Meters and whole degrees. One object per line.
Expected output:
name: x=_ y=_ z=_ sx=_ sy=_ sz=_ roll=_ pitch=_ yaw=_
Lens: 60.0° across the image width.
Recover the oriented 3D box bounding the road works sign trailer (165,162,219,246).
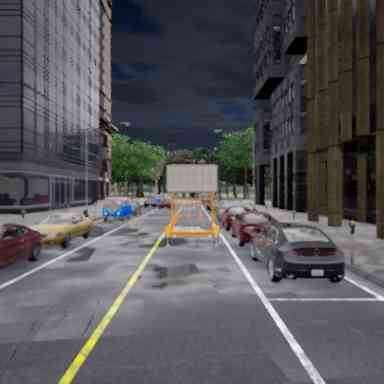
road works sign trailer: x=0.004 y=0.447 z=15.077 sx=2.380 sy=3.560 sz=2.880 roll=0 pitch=0 yaw=0

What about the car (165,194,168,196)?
car: x=-5.747 y=1.469 z=58.269 sx=1.752 sy=1.417 sz=4.829 roll=0 pitch=0 yaw=0

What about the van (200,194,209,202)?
van: x=2.782 y=1.277 z=74.749 sx=1.690 sy=1.788 sz=3.998 roll=0 pitch=0 yaw=0

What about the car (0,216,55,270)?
car: x=-5.761 y=1.570 z=9.500 sx=1.802 sy=1.307 sz=4.206 roll=0 pitch=0 yaw=0

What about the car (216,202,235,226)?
car: x=2.768 y=1.522 z=20.373 sx=1.887 sy=1.381 sz=4.507 roll=0 pitch=0 yaw=0

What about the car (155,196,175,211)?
car: x=-3.081 y=1.558 z=40.880 sx=1.895 sy=1.301 sz=4.718 roll=0 pitch=0 yaw=0

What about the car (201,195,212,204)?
car: x=2.779 y=1.381 z=63.873 sx=1.967 sy=1.590 sz=4.097 roll=0 pitch=0 yaw=0

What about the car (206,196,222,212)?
car: x=2.772 y=1.486 z=36.856 sx=1.752 sy=1.417 sz=4.829 roll=0 pitch=0 yaw=0

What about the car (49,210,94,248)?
car: x=-5.759 y=1.508 z=14.768 sx=1.752 sy=1.417 sz=4.829 roll=0 pitch=0 yaw=0

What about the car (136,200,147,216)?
car: x=-5.755 y=1.516 z=31.251 sx=2.008 sy=1.369 sz=4.403 roll=0 pitch=0 yaw=0

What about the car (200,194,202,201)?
car: x=2.778 y=1.489 z=58.436 sx=1.887 sy=1.381 sz=4.507 roll=0 pitch=0 yaw=0

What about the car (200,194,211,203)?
car: x=2.781 y=1.253 z=69.311 sx=2.192 sy=1.841 sz=5.009 roll=0 pitch=0 yaw=0

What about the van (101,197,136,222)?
van: x=-5.756 y=1.312 z=25.813 sx=1.690 sy=1.788 sz=3.998 roll=0 pitch=0 yaw=0

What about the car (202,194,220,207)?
car: x=2.773 y=1.271 z=42.123 sx=2.192 sy=1.841 sz=5.009 roll=0 pitch=0 yaw=0

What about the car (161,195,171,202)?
car: x=-5.743 y=1.376 z=74.751 sx=1.967 sy=1.590 sz=4.097 roll=0 pitch=0 yaw=0

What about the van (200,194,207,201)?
van: x=2.784 y=1.274 z=80.186 sx=1.690 sy=1.788 sz=3.998 roll=0 pitch=0 yaw=0

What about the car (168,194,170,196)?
car: x=-5.746 y=1.507 z=63.876 sx=1.947 sy=1.339 sz=4.313 roll=0 pitch=0 yaw=0

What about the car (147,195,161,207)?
car: x=-5.750 y=1.517 z=47.563 sx=1.947 sy=1.339 sz=4.313 roll=0 pitch=0 yaw=0

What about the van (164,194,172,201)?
van: x=-5.741 y=1.274 z=80.189 sx=1.690 sy=1.788 sz=3.998 roll=0 pitch=0 yaw=0

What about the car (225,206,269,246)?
car: x=2.766 y=1.527 z=14.936 sx=1.887 sy=1.381 sz=4.507 roll=0 pitch=0 yaw=0

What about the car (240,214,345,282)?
car: x=2.764 y=1.539 z=9.498 sx=2.008 sy=1.369 sz=4.403 roll=0 pitch=0 yaw=0

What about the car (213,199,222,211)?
car: x=2.769 y=1.496 z=25.981 sx=1.752 sy=1.417 sz=4.829 roll=0 pitch=0 yaw=0
